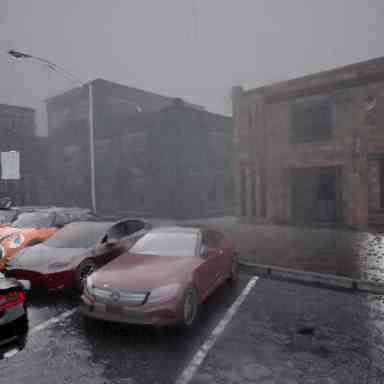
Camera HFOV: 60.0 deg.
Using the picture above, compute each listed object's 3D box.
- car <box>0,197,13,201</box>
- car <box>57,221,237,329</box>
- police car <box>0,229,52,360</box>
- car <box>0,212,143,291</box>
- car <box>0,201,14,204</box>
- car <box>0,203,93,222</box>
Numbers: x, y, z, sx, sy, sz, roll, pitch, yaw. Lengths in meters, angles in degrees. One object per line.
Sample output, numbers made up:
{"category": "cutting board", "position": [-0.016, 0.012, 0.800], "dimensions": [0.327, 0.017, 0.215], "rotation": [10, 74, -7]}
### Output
{"category": "car", "position": [-11.594, 1.317, 16.931], "dimensions": [2.435, 2.045, 5.566], "rotation": [0, 0, 21]}
{"category": "car", "position": [-0.303, 1.447, 7.072], "dimensions": [2.002, 1.452, 4.674], "rotation": [0, 0, 21]}
{"category": "police car", "position": [-4.406, 1.461, 5.148], "dimensions": [5.238, 1.638, 1.930], "rotation": [-1, 1, 41]}
{"category": "car", "position": [-2.575, 1.467, 9.017], "dimensions": [2.163, 1.488, 4.792], "rotation": [-1, 0, 21]}
{"category": "car", "position": [-7.070, 1.376, 13.026], "dimensions": [2.185, 1.767, 4.553], "rotation": [-1, 0, 21]}
{"category": "car", "position": [-4.812, 1.343, 11.049], "dimensions": [2.185, 1.767, 4.553], "rotation": [-1, 0, 21]}
